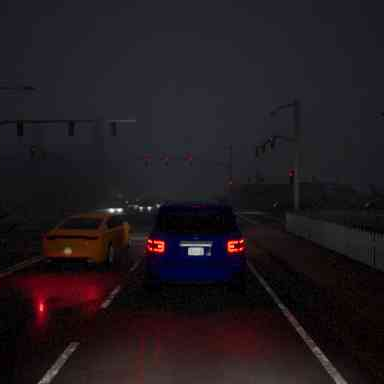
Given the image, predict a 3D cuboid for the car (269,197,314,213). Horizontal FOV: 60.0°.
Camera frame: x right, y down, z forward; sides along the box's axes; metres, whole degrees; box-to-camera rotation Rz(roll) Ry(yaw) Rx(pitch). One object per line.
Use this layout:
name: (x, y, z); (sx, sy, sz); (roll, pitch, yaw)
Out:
car: (10.731, 1.352, 36.062); (4.553, 1.767, 2.097); (0, 0, -1)

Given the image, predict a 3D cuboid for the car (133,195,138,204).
car: (-10.436, 1.352, 58.954); (2.097, 1.767, 4.553); (0, 0, 0)

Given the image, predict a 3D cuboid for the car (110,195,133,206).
car: (-10.484, 1.491, 48.217); (2.128, 1.511, 4.902); (0, 0, 0)

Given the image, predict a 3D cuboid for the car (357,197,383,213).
car: (20.513, 1.352, 36.282); (4.553, 1.767, 2.097); (0, 0, -1)

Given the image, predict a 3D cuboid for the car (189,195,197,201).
car: (0.208, 1.540, 88.996); (2.033, 1.411, 5.357); (0, 0, 0)

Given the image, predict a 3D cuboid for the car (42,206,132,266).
car: (-3.397, 1.478, 11.629); (1.882, 1.535, 5.008); (0, 0, 0)

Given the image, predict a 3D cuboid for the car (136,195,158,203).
car: (-6.973, 1.547, 52.215); (2.033, 1.411, 5.357); (0, 0, 0)

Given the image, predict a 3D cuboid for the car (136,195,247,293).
car: (0.083, 1.221, 9.007); (2.150, 2.045, 5.566); (0, 0, 0)

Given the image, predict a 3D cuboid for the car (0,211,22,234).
car: (-10.562, 1.601, 16.561); (1.895, 1.301, 4.718); (0, 0, 0)

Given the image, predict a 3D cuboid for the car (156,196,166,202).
car: (-6.827, 1.524, 73.777); (1.812, 1.442, 4.674); (0, 0, 0)

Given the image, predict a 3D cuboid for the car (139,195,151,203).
car: (-10.330, 1.478, 72.696); (1.882, 1.535, 5.008); (0, 0, 0)
